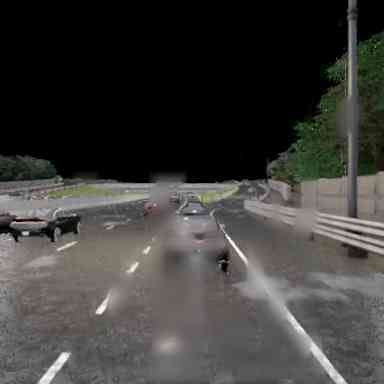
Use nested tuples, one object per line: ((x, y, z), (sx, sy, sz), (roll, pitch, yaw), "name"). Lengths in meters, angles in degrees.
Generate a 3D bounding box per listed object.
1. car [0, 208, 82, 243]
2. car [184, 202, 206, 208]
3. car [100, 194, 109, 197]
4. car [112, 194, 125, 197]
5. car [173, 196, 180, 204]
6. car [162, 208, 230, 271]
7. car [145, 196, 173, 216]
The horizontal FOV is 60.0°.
((-6.865, 1.501, 16.157), (2.128, 1.511, 4.902), (0, 0, 0), "car")
((0.251, 1.581, 29.539), (1.994, 1.385, 4.181), (0, 0, 1), "car")
((-24.351, 1.415, 92.394), (1.837, 1.490, 4.892), (0, 0, 0), "car")
((-20.851, 1.511, 92.397), (1.895, 1.301, 4.718), (0, 0, 0), "car")
((-3.279, 1.519, 65.002), (1.882, 1.535, 5.008), (0, 0, 0), "car")
((0.119, 1.498, 10.868), (2.128, 1.511, 4.902), (0, 0, 0), "car")
((-3.382, 1.371, 33.080), (2.097, 1.767, 4.553), (0, 0, 0), "car")
